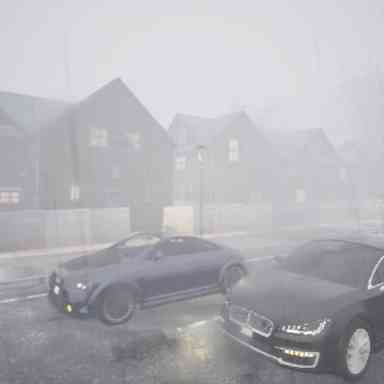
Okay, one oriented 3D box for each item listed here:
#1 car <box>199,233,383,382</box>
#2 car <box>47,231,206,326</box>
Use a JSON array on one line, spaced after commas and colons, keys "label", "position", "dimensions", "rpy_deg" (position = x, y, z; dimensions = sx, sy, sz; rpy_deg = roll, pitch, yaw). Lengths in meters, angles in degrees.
[{"label": "car", "position": [2.672, 1.498, 5.519], "dimensions": [4.892, 1.490, 1.837], "rpy_deg": [0, 0, -35]}, {"label": "car", "position": [-0.773, 1.555, 7.073], "dimensions": [4.181, 1.385, 1.994], "rpy_deg": [0, 0, -35]}]
